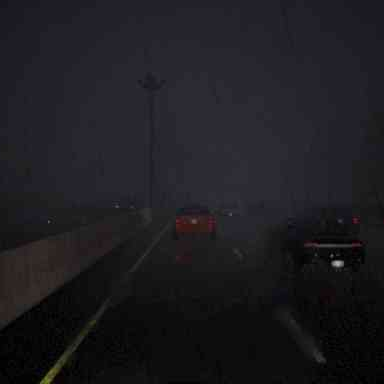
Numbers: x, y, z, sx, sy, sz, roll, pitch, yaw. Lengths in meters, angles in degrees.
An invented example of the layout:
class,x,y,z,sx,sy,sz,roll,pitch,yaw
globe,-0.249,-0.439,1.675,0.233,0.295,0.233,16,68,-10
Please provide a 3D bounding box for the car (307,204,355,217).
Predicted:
class,x,y,z,sx,sy,sz,roll,pitch,yaw
car,7.105,1.473,18.095,2.097,1.767,4.553,0,0,0

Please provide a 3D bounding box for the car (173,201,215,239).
class,x,y,z,sx,sy,sz,roll,pitch,yaw
car,0.105,1.473,18.280,2.097,1.767,4.553,0,0,0

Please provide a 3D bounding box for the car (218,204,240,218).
class,x,y,z,sx,sy,sz,roll,pitch,yaw
car,3.609,1.823,33.383,1.895,1.301,4.718,0,0,0

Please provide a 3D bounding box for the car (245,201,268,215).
class,x,y,z,sx,sy,sz,roll,pitch,yaw
car,7.110,1.739,37.083,2.128,1.511,4.902,0,0,0

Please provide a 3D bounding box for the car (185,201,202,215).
class,x,y,z,sx,sy,sz,roll,pitch,yaw
car,0.110,1.776,37.732,1.812,1.442,4.674,0,0,0

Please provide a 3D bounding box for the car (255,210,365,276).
class,x,y,z,sx,sy,sz,roll,pitch,yaw
car,3.603,1.564,10.636,2.128,1.511,4.902,0,0,0
